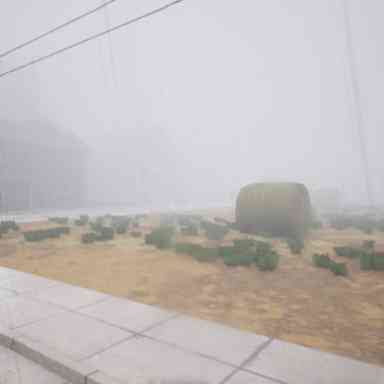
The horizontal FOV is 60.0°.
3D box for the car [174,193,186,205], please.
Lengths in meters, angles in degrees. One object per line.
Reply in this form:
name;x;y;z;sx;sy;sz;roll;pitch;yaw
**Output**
car;-2.123;1.201;59.697;1.905;1.878;3.866;6;1;-8
